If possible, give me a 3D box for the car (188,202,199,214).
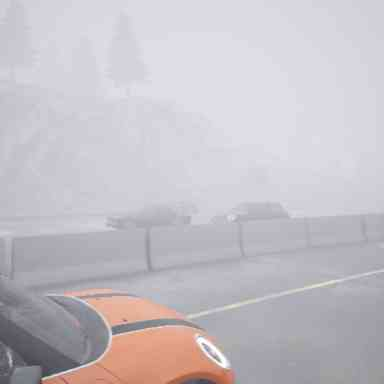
[{"bbox_3d":[-1.780,1.402,27.458,4.902,1.511,2.128,0,0,-30],"label":"car"}]

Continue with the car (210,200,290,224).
[{"bbox_3d":[3.180,1.286,18.197,4.553,1.767,2.097,0,0,-30],"label":"car"}]

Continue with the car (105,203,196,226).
[{"bbox_3d":[-2.438,1.541,18.945,4.718,1.301,1.895,0,0,-32],"label":"car"}]

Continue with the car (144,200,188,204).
[{"bbox_3d":[-2.890,1.454,22.751,4.674,1.442,1.812,0,0,-31],"label":"car"}]

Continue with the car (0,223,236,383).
[{"bbox_3d":[-1.815,1.348,2.340,4.553,1.767,2.097,0,0,-35],"label":"car"}]
